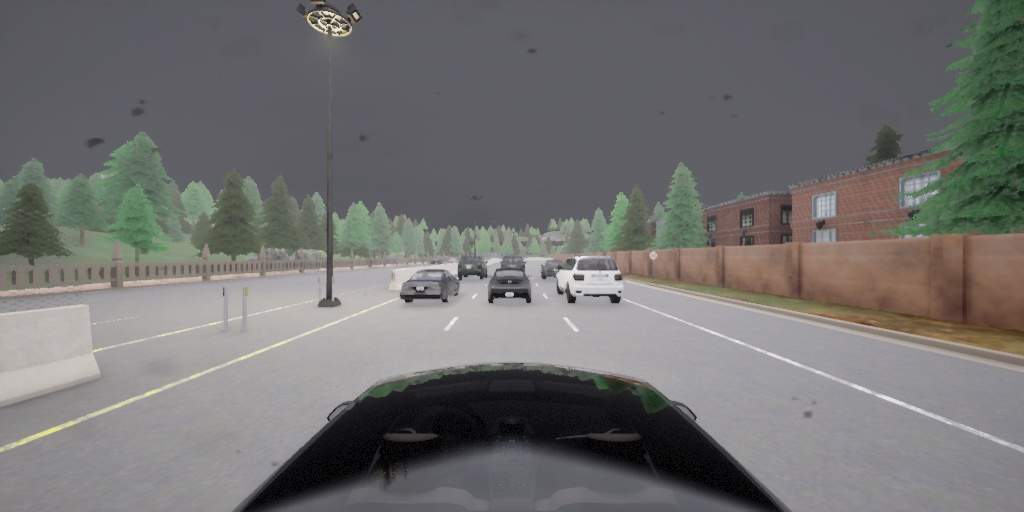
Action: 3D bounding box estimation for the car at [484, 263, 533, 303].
[{"bbox_3d":[-0.099,1.264,16.544,1.837,1.490,4.892,0,0,0],"label":"car"}]

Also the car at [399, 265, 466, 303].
[{"bbox_3d":[-3.599,1.310,16.526,2.033,1.411,5.357,0,0,0],"label":"car"}]

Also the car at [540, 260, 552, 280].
[{"bbox_3d":[3.605,1.114,31.183,2.097,1.767,4.553,0,0,1],"label":"car"}]

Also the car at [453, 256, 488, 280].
[{"bbox_3d":[-3.391,1.005,31.406,2.150,2.045,5.566,0,0,1],"label":"car"}]

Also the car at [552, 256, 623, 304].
[{"bbox_3d":[3.401,1.005,16.592,2.150,2.045,5.566,0,0,0],"label":"car"}]

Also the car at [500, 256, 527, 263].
[{"bbox_3d":[0.108,1.005,31.325,2.150,2.045,5.566,0,0,1],"label":"car"}]
